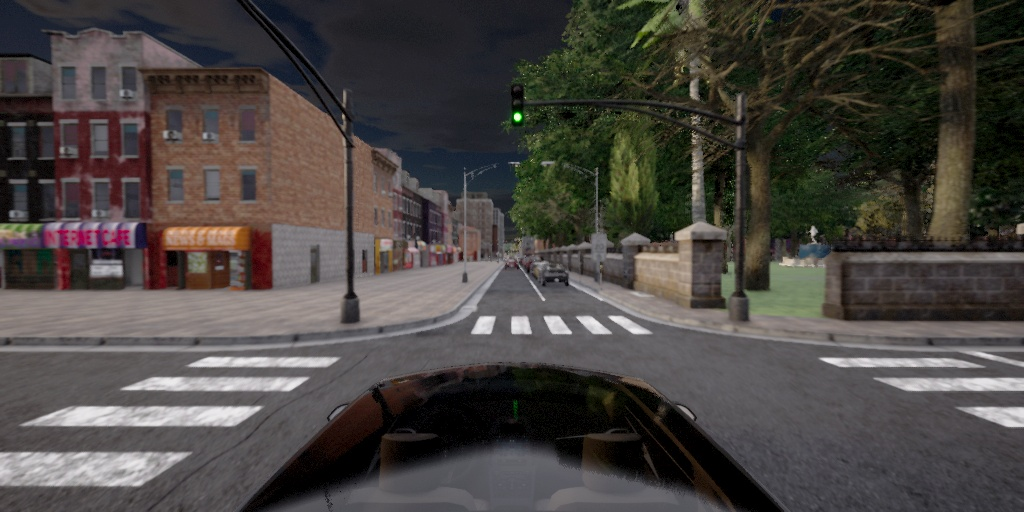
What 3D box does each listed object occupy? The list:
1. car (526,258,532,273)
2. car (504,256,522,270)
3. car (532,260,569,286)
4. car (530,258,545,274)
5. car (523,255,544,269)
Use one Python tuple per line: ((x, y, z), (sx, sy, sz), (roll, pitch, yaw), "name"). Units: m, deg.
((2.624, 1.109, 34.097), (2.007, 1.370, 4.403), (0, 0, 0), "car")
((-0.019, 1.052, 47.751), (1.812, 1.442, 4.674), (0, 0, 0), "car")
((2.628, 1.155, 23.197), (2.007, 1.370, 4.403), (0, 0, 0), "car")
((2.626, 1.105, 28.816), (1.751, 1.417, 4.829), (0, 0, 0), "car")
((2.622, 0.857, 39.546), (2.192, 1.841, 5.009), (0, 0, 0), "car")
